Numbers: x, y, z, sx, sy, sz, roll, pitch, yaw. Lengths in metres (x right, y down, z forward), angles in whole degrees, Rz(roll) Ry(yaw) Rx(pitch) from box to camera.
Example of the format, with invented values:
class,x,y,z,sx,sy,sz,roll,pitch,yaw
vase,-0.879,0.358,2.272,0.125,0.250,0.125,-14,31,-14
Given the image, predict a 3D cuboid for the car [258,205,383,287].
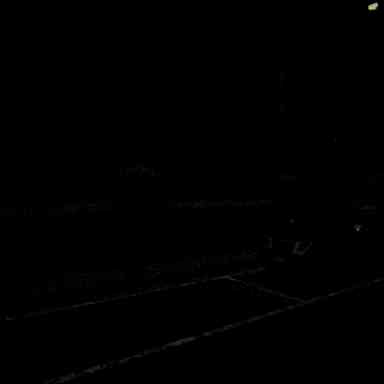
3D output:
class,x,y,z,sx,sy,sz,roll,pitch,yaw
car,4.162,1.313,9.503,5.009,1.841,2.192,0,0,-35
